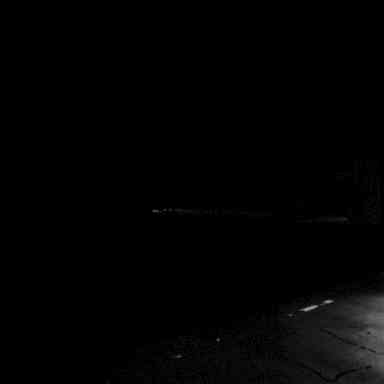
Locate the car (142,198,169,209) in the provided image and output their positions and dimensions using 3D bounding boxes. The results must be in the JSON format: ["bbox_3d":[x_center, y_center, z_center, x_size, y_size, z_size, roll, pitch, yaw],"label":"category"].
[{"bbox_3d":[-6.203,1.895,52.344,2.128,1.511,4.902,-2,2,-35],"label":"car"}]

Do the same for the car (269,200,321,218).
[{"bbox_3d":[9.376,1.523,30.540,1.882,1.535,5.008,-2,0,-36],"label":"car"}]

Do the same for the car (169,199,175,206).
[{"bbox_3d":[-4.547,1.798,56.334,1.812,1.442,4.674,-2,2,-36],"label":"car"}]
